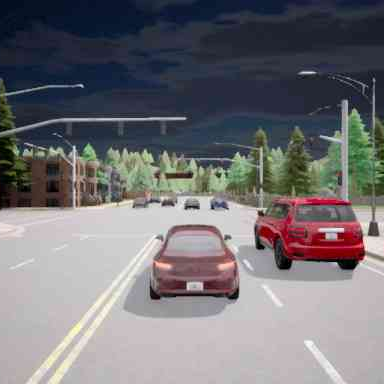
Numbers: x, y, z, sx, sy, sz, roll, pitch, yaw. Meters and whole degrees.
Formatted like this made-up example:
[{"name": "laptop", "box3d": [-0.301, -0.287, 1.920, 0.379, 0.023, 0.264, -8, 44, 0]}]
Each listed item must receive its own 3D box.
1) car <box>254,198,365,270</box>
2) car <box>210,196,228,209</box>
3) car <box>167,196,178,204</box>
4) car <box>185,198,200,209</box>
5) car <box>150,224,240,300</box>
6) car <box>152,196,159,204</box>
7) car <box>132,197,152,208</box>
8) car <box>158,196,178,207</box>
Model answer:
[{"name": "car", "box3d": [3.557, 1.219, 11.146, 2.150, 2.045, 5.566, 0, 0, 0]}, {"name": "car", "box3d": [3.523, 1.342, 44.146, 2.097, 1.767, 4.553, 0, 0, 0]}, {"name": "car", "box3d": [-3.645, 1.489, 63.098, 1.837, 1.490, 4.892, 0, 0, 0]}, {"name": "car", "box3d": [0.021, 1.554, 45.115, 1.994, 1.385, 4.181, 0, 0, 0]}, {"name": "car", "box3d": [0.049, 1.524, 8.266, 1.812, 1.442, 4.674, 0, 0, 0]}, {"name": "car", "box3d": [-7.137, 1.533, 64.151, 2.033, 1.411, 5.357, 0, 0, 0]}, {"name": "car", "box3d": [-7.165, 1.494, 46.953, 1.837, 1.490, 4.892, 0, 0, 0]}, {"name": "car", "box3d": [-3.648, 1.589, 51.734, 1.895, 1.301, 4.718, 0, 0, 0]}]
